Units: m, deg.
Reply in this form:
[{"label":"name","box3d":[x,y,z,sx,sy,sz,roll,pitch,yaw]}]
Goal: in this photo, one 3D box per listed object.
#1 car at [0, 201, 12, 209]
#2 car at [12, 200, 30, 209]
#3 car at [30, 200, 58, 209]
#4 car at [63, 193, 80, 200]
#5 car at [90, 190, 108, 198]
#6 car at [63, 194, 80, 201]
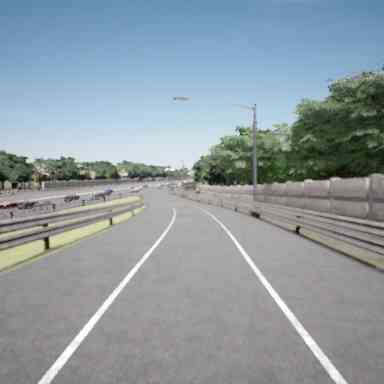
[{"label":"car","box3d":[-33.781,2.321,62.319,1.895,1.301,4.718,0,3,8]},{"label":"car","box3d":[-30.321,2.239,61.789,2.128,1.511,4.902,0,3,8]},{"label":"car","box3d":[-26.859,2.318,61.272,2.033,1.411,5.357,0,3,8]},{"label":"car","box3d":[-30.540,1.106,84.318,1.895,1.301,4.718,0,3,8]},{"label":"car","box3d":[-23.620,1.102,83.259,2.033,1.411,5.357,0,3,8]},{"label":"car","box3d":[-27.953,1.360,77.857,1.837,1.490,4.892,0,3,8]}]
